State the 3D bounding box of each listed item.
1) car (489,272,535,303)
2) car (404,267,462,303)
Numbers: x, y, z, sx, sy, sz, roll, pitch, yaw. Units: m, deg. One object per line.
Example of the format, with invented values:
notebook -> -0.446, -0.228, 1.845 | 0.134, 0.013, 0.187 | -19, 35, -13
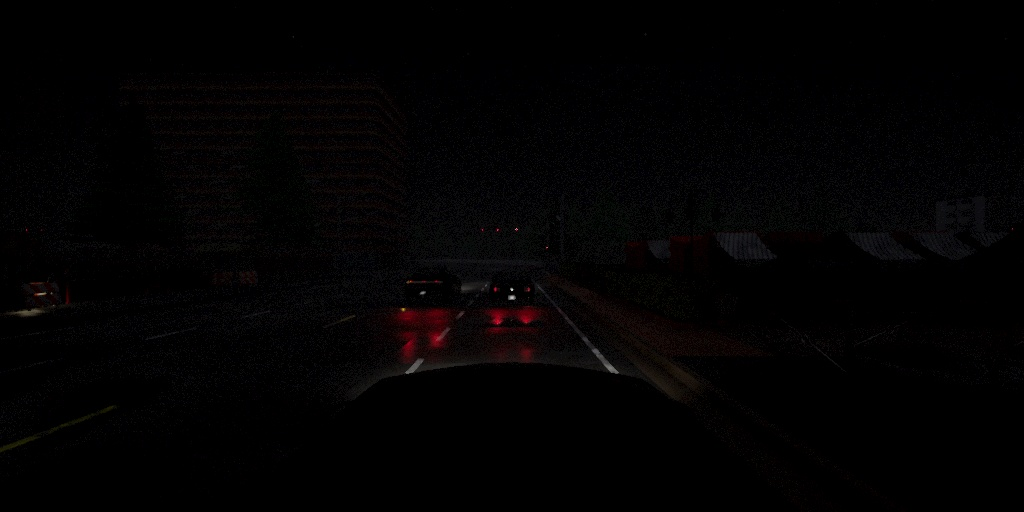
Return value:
car -> 0.000, 1.365, 16.530 | 1.895, 1.301, 4.718 | 0, 0, 0
car -> -3.500, 1.244, 16.500 | 2.128, 1.511, 4.902 | 0, 0, 0
